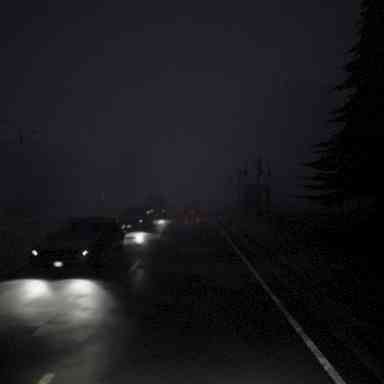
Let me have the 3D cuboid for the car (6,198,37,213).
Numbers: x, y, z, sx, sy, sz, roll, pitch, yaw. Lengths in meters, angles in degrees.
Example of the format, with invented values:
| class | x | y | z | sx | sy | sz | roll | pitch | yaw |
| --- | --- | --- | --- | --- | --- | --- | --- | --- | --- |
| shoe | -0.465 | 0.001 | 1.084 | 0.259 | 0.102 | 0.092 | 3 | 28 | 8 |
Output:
| class | x | y | z | sx | sy | sz | roll | pitch | yaw |
| --- | --- | --- | --- | --- | --- | --- | --- | --- | --- |
| car | -17.445 | 1.414 | 34.067 | 1.845 | 1.501 | 3.633 | 0 | 0 | 0 |

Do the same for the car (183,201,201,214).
| class | x | y | z | sx | sy | sz | roll | pitch | yaw |
| --- | --- | --- | --- | --- | --- | --- | --- | --- | --- |
| car | 0.047 | 1.641 | 35.587 | 1.895 | 1.301 | 4.718 | 0 | 0 | 1 |

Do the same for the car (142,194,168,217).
| class | x | y | z | sx | sy | sz | roll | pitch | yaw |
| --- | --- | --- | --- | --- | --- | --- | --- | --- | --- |
| car | -3.531 | 1.258 | 32.055 | 2.150 | 2.045 | 5.566 | 0 | 0 | -2 |

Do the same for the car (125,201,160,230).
| class | x | y | z | sx | sy | sz | roll | pitch | yaw |
| --- | --- | --- | --- | --- | --- | --- | --- | --- | --- |
| car | -3.587 | 1.573 | 21.702 | 2.033 | 1.411 | 5.357 | 0 | 0 | 0 |

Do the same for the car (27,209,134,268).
| class | x | y | z | sx | sy | sz | roll | pitch | yaw |
| --- | --- | --- | --- | --- | --- | --- | --- | --- | --- |
| car | -3.597 | 1.561 | 11.597 | 2.033 | 1.411 | 5.357 | 0 | 0 | 0 |
